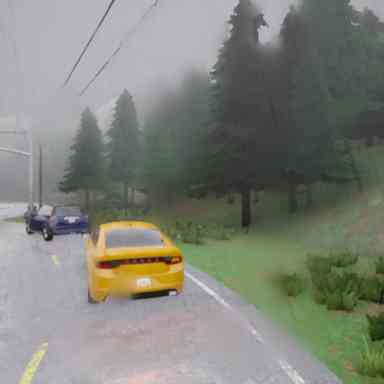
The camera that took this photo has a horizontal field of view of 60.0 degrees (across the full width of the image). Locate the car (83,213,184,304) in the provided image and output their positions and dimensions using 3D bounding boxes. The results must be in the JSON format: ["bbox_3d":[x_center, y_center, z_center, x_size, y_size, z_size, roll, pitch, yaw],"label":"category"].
[{"bbox_3d":[-1.659,1.477,8.369,1.882,1.535,5.008,0,0,-18],"label":"car"}]

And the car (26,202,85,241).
[{"bbox_3d":[-6.917,1.351,17.024,2.097,1.767,4.553,0,0,-40],"label":"car"}]
